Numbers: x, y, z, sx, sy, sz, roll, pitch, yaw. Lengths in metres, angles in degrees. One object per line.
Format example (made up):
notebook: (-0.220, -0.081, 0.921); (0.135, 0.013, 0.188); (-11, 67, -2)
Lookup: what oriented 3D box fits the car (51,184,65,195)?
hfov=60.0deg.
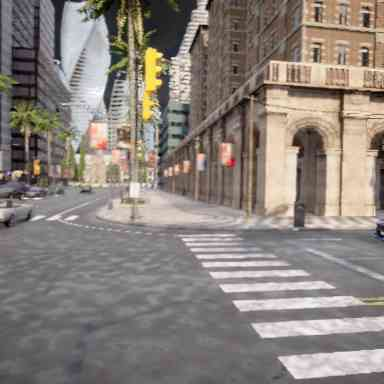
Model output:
car: (-23.046, -0.481, 56.216); (2.097, 1.767, 4.553); (1, 1, -9)

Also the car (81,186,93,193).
car: (-21.498, -0.564, 68.103); (2.033, 1.411, 5.357); (1, 1, -10)

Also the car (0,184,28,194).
car: (-19.961, 0.203, 36.202); (1.882, 1.535, 5.008); (1, 1, -8)

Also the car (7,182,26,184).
car: (-25.203, -0.426, 47.313); (2.150, 2.045, 5.566); (1, 1, -9)

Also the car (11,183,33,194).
car: (-30.264, -0.686, 59.366); (2.185, 1.767, 4.553); (1, 1, -10)

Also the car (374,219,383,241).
car: (9.654, 1.314, 12.867); (5.008, 1.535, 1.882); (1, 1, -9)

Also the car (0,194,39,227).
car: (-9.743, 0.986, 17.152); (1.895, 1.301, 4.718); (1, 1, -9)

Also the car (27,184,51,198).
car: (-21.485, -0.026, 46.143); (1.812, 1.442, 4.674); (1, 1, -9)

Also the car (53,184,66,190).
car: (-35.130, -1.373, 88.327); (2.231, 1.521, 4.892); (1, 1, -10)
